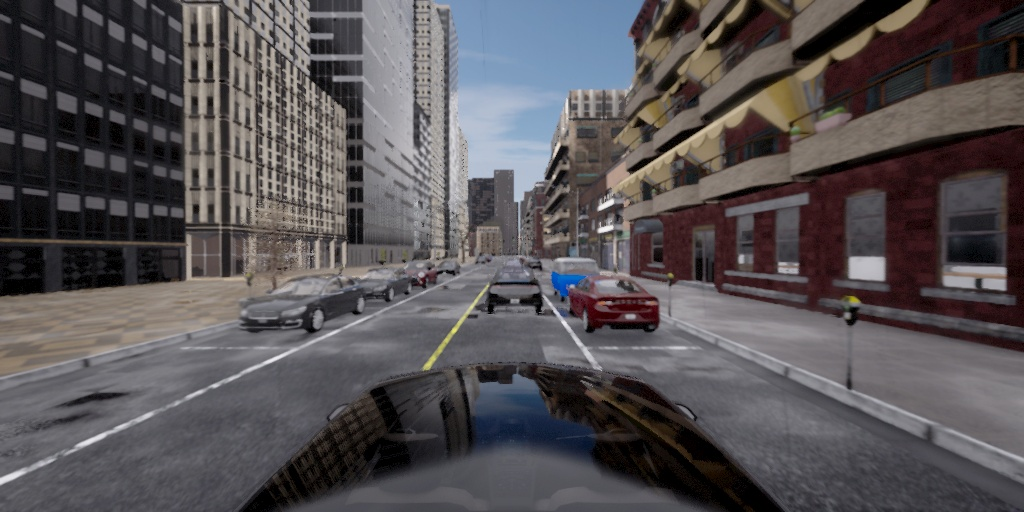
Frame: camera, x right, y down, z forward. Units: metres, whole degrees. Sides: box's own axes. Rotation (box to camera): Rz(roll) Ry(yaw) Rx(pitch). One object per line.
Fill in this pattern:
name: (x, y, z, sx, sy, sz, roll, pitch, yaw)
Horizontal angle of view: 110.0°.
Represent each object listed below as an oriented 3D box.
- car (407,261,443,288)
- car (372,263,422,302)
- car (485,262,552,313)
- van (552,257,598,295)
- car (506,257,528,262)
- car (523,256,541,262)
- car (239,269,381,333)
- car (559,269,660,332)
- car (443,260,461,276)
car: (-5.693, 1.024, 21.417, 1.967, 1.591, 4.097, 0, 0, 0)
car: (-5.693, 1.181, 15.894, 2.007, 1.370, 4.403, 0, 0, 0)
car: (0.091, 1.143, 13.328, 2.128, 1.511, 4.902, 0, 1, 0)
van: (2.689, 0.970, 15.894, 1.690, 1.789, 3.998, 0, 0, 0)
car: (0.096, 1.039, 32.512, 2.033, 1.411, 5.357, 0, 1, 0)
car: (2.686, 0.969, 43.508, 1.948, 1.339, 4.313, 0, 0, 0)
car: (-5.692, 1.228, 10.370, 2.007, 1.370, 4.403, 0, 0, 0)
car: (2.689, 1.221, 10.371, 1.888, 1.381, 4.507, 0, 0, 0)
car: (-5.694, 1.058, 32.462, 1.948, 1.339, 4.313, 0, 0, 0)
